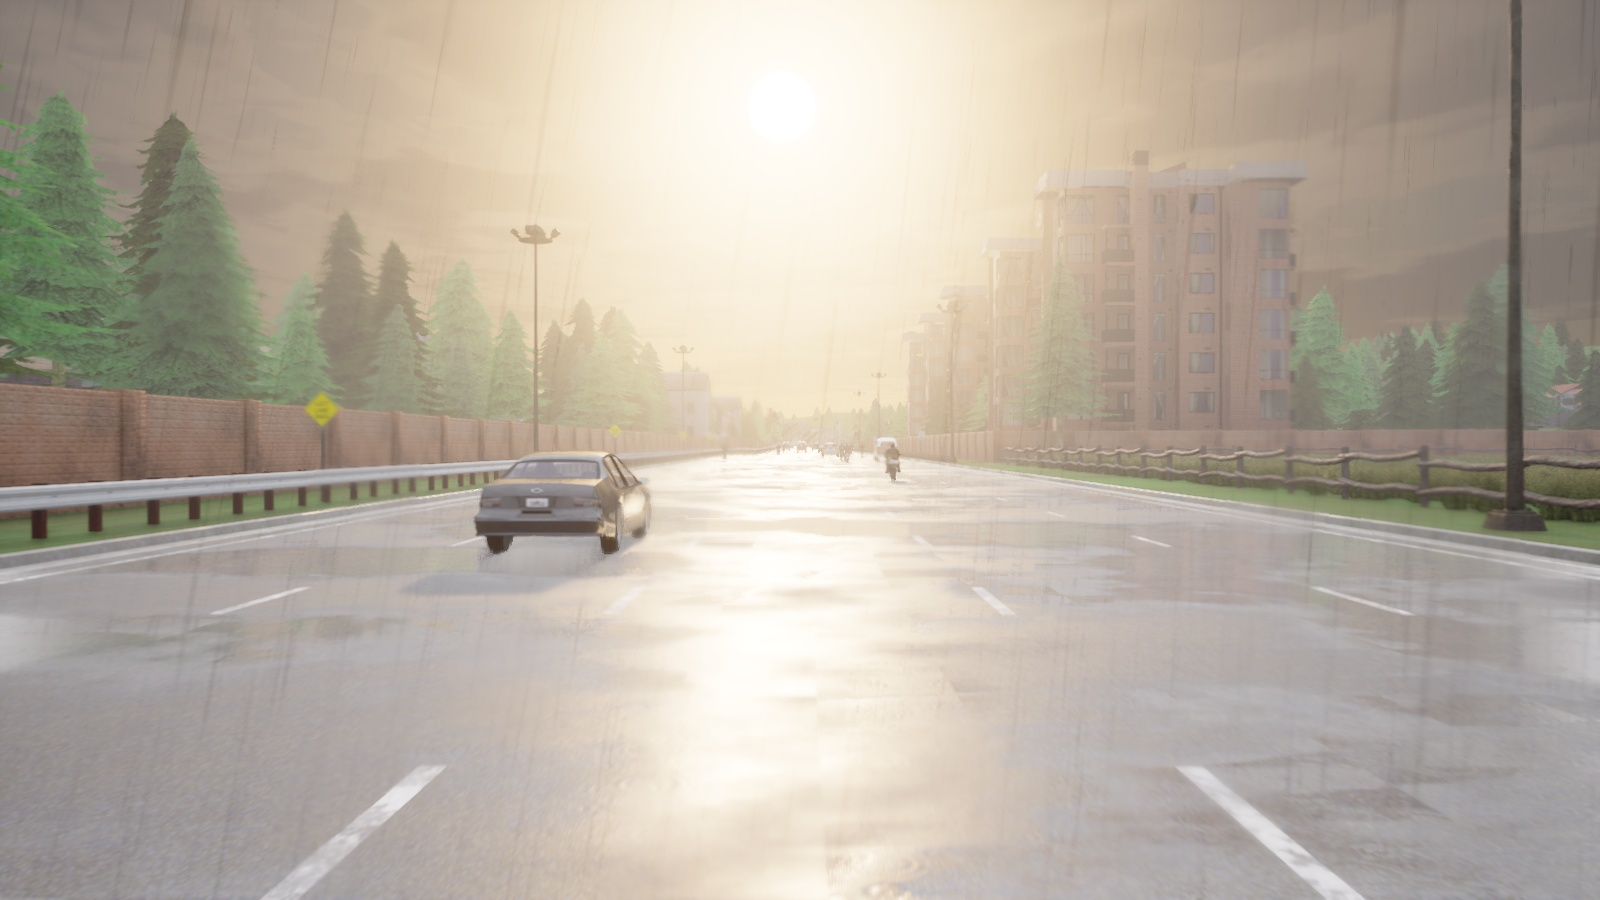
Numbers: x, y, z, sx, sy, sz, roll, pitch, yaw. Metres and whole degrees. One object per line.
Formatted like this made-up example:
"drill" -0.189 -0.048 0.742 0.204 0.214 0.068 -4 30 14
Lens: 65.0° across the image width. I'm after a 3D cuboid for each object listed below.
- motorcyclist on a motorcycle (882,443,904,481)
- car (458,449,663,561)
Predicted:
"motorcyclist on a motorcycle" 3.810 0.502 51.596 0.797 1.523 2.044 0 0 0
"car" -3.377 0.708 18.866 2.033 1.411 5.357 0 0 0
